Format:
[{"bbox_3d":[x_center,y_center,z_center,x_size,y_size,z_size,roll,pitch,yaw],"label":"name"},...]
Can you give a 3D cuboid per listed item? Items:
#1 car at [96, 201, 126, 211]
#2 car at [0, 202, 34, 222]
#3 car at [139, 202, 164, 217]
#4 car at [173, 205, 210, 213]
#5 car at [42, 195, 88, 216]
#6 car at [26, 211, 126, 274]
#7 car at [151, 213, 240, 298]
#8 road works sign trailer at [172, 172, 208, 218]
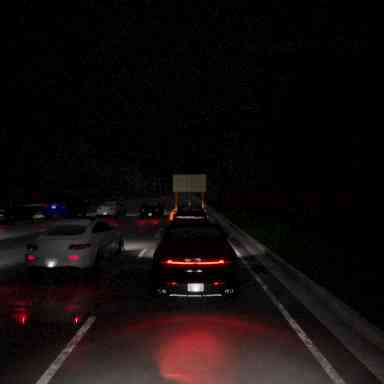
[{"bbox_3d":[-7.128,1.525,29.478,1.812,1.442,4.674,0,0,0],"label":"car"},{"bbox_3d":[-14.085,1.491,25.912,2.128,1.511,4.902,0,0,0],"label":"car"},{"bbox_3d":[-3.627,1.601,30.838,1.895,1.301,4.718,0,0,0],"label":"car"},{"bbox_3d":[-0.052,1.488,18.912,2.128,1.511,4.902,0,0,1],"label":"car"},{"bbox_3d":[-10.605,1.225,28.163,2.150,2.045,5.566,0,0,0],"label":"car"},{"bbox_3d":[-3.461,1.526,10.451,1.812,1.442,4.674,0,0,0],"label":"car"},{"bbox_3d":[0.052,1.505,8.525,1.837,1.490,4.892,0,0,0],"label":"car"},{"bbox_3d":[-0.174,0.464,22.782,2.380,3.560,2.880,0,0,-3],"label":"road works sign trailer"}]
